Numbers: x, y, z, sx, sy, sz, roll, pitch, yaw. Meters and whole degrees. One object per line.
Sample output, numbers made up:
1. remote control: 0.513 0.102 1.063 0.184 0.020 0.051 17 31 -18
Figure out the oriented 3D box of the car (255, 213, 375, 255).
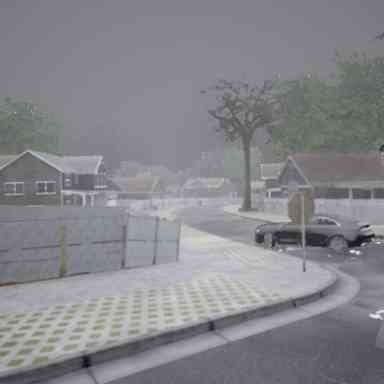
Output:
1. car: 5.061 1.668 14.247 4.902 1.511 2.128 -2 0 40
